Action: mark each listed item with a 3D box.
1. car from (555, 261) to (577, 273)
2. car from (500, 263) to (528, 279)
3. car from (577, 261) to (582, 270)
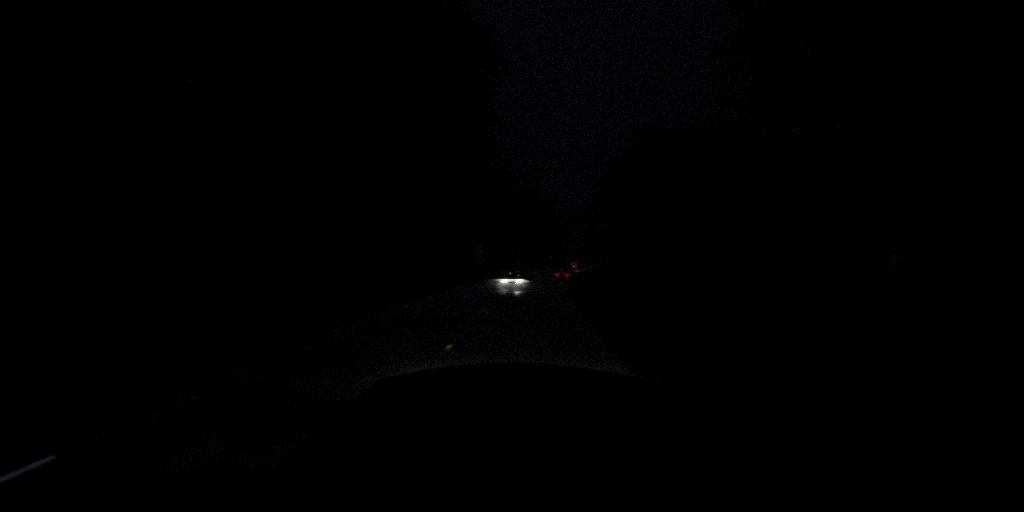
[{"bbox_3d":[6.841,1.470,46.497,1.895,1.301,4.718,0,0,16],"label":"car"},{"bbox_3d":[0.251,1.344,33.180,1.994,1.385,4.181,0,0,12],"label":"car"},{"bbox_3d":[10.115,1.486,57.876,1.812,1.442,4.674,0,0,17],"label":"car"}]
